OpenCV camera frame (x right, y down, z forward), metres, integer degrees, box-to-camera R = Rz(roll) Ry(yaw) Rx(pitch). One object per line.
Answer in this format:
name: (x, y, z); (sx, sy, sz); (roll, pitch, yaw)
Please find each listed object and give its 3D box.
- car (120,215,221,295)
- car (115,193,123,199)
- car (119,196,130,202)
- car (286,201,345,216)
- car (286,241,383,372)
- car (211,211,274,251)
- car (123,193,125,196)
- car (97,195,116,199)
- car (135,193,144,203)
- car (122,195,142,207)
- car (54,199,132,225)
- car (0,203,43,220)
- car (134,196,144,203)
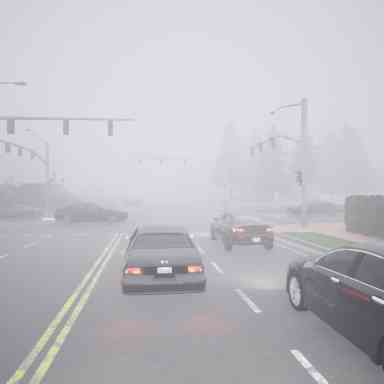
car: (-0.834, 1.547, 8.876); (2.033, 1.411, 5.357); (0, 0, -7)
car: (-12.939, 1.352, 54.044); (2.097, 1.767, 4.553); (0, 0, -6)
car: (-15.128, 1.540, 74.950); (2.033, 1.411, 5.357); (0, 0, -6)
car: (12.072, 1.547, 32.487); (5.357, 1.411, 2.033); (0, 0, -5)
car: (2.983, 1.505, 4.942); (1.837, 1.490, 4.892); (0, 0, -5)
car: (2.010, 1.526, 14.137); (1.812, 1.442, 4.674); (0, 0, -7)
car: (-14.045, 1.222, 64.704); (2.150, 2.045, 5.566); (0, 0, -6)
car: (-12.033, 1.491, 44.885); (2.128, 1.511, 4.902); (0, 0, -4)
car: (-9.990, 1.478, 59.450); (1.882, 1.535, 5.008); (0, 0, -6)
car: (-9.016, 1.526, 50.276); (1.812, 1.442, 4.674); (0, 0, -6)
car: (-7.115, 1.477, 23.658); (5.008, 1.535, 1.882); (0, 0, -5)
car: (-14.467, 1.564, 27.143); (4.181, 1.385, 1.994); (0, 0, -13)
car: (-11.024, 1.524, 69.598); (1.812, 1.442, 4.674); (0, 0, -6)
